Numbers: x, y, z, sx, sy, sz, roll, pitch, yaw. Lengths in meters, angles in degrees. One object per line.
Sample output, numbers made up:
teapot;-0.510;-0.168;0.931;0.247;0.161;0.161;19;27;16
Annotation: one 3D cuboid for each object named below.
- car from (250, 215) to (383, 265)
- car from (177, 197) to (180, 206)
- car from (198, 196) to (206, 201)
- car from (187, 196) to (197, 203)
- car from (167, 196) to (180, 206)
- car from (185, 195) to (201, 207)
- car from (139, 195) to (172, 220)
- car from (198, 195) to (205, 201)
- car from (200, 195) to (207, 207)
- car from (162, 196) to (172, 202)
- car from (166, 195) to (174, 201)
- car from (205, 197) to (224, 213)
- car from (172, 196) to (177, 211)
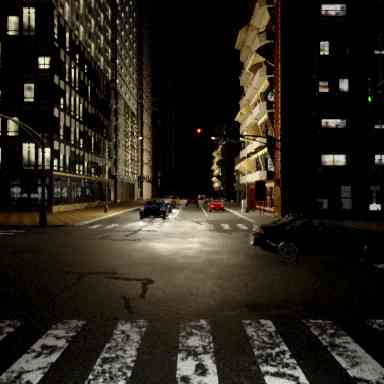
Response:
car;4.519;1.599;11.691;4.902;1.511;2.128;1;0;-1
car;-3.146;1.616;46.478;1.895;1.301;4.718;0;0;0
car;2.561;1.628;84.073;1.802;1.307;4.206;0;0;0
car;-0.022;1.596;70.326;1.994;1.385;4.181;0;0;0
car;-3.088;1.500;56.751;1.882;1.535;5.008;0;0;0
car;0.020;1.524;52.053;1.837;1.490;4.892;0;0;0
car;-3.138;1.357;28.173;2.097;1.767;4.553;0;0;0
car;2.552;1.493;89.721;1.967;1.590;4.097;0;0;0
car;2.614;1.568;50.181;2.008;1.369;4.403;0;0;0
car;-5.810;1.591;78.411;2.008;1.369;4.403;0;0;0
car;-5.828;1.597;89.708;1.887;1.381;4.507;0;0;0
car;2.685;1.592;37.264;1.802;1.307;4.206;0;0;0
car;-3.152;1.501;37.221;2.128;1.511;4.902;0;0;0
